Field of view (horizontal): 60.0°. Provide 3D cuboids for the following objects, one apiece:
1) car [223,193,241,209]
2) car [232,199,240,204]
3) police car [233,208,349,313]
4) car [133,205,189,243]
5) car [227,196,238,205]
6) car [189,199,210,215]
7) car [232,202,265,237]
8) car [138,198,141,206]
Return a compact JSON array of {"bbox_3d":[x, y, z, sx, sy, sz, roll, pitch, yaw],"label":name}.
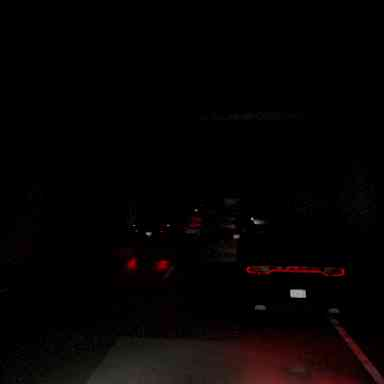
[{"bbox_3d":[5.323,1.182,44.072,2.150,2.045,5.566,0,0,8],"label":"car"},{"bbox_3d":[3.953,1.505,23.651,1.812,1.442,4.674,0,0,7],"label":"car"},{"bbox_3d":[2.011,1.418,7.880,1.930,1.638,5.238,0,0,7],"label":"police car"},{"bbox_3d":[-1.480,1.511,15.861,1.812,1.442,4.674,0,0,7],"label":"car"},{"bbox_3d":[6.986,1.473,57.794,1.812,1.442,4.674,0,0,7],"label":"car"},{"bbox_3d":[0.715,1.472,33.776,1.837,1.490,4.892,0,0,7],"label":"car"},{"bbox_3d":[3.219,1.489,17.696,1.837,1.490,4.892,0,0,7],"label":"car"},{"bbox_3d":[-8.292,1.519,48.093,1.994,1.385,4.181,0,0,7],"label":"car"}]
